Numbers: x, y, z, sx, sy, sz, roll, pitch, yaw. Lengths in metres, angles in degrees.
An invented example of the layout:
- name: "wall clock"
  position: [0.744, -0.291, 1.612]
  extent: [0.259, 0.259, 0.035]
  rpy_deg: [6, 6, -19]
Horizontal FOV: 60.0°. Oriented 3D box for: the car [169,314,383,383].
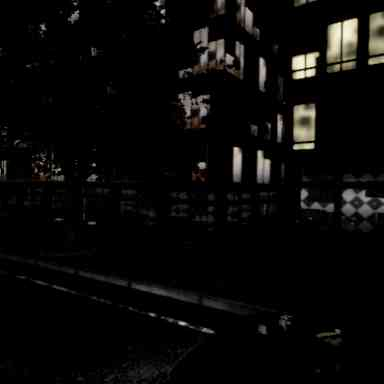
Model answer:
- name: "car"
  position: [2.326, 1.547, 2.024]
  extent: [5.357, 1.411, 2.033]
  rpy_deg: [0, 0, 36]
